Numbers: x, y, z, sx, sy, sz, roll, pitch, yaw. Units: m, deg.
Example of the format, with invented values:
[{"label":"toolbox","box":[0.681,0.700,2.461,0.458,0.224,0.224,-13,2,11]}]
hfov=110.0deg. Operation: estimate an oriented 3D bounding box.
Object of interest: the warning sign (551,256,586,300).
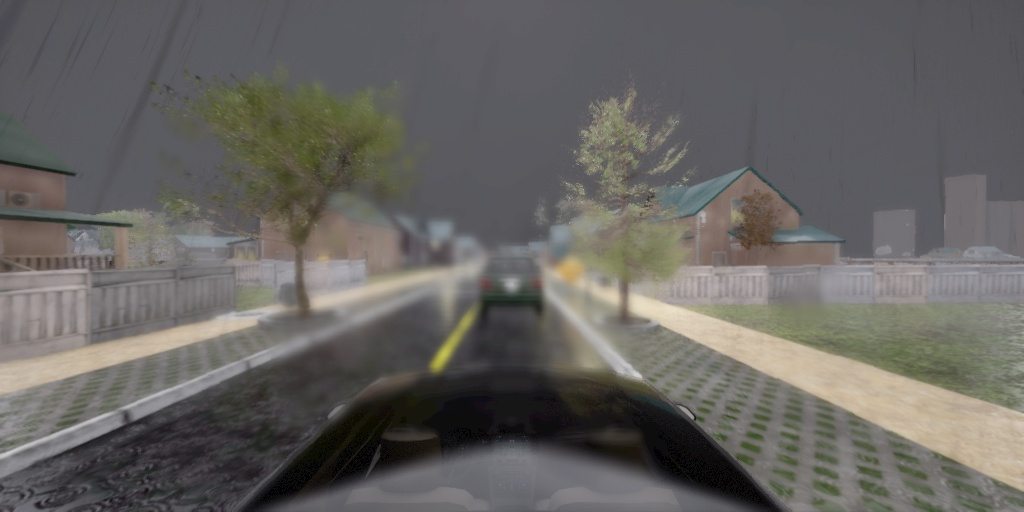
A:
[{"label":"warning sign","box":[2.510,0.881,15.455,1.300,1.860,1.060,0,0,0]}]

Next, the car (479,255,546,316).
[{"label":"car","box":[0.023,0.986,13.464,2.150,2.045,5.566,0,0,0]}]

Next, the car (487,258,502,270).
[{"label":"car","box":[-2.840,1.275,59.111,2.097,1.767,4.553,0,0,0]}]
